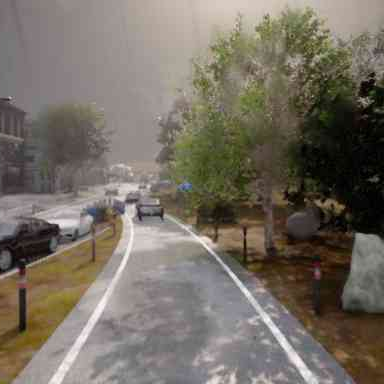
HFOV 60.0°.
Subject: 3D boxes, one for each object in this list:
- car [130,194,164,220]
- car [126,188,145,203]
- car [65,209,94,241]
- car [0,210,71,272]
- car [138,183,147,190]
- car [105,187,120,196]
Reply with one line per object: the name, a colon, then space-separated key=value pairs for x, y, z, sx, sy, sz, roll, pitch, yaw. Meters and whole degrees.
car: x=-3.269 y=1.195 z=25.047 sx=2.128 sy=1.511 sz=4.902 roll=-1 pitch=2 yaw=-13
car: x=-7.293 y=0.547 z=42.339 sx=1.994 sy=1.385 sz=4.181 roll=0 pitch=3 yaw=-8
car: x=-6.591 y=1.678 z=17.837 sx=2.002 sy=1.452 sz=4.674 roll=2 pitch=0 yaw=-2
car: x=-6.446 y=1.647 z=11.694 sx=2.097 sy=1.535 sz=5.008 roll=-1 pitch=0 yaw=3
car: x=-10.933 y=-1.203 z=73.526 sx=2.033 sy=1.411 sz=5.357 roll=0 pitch=3 yaw=-5
car: x=-13.310 y=-0.130 z=55.407 sx=1.812 sy=1.442 sz=4.674 roll=0 pitch=3 yaw=-6
